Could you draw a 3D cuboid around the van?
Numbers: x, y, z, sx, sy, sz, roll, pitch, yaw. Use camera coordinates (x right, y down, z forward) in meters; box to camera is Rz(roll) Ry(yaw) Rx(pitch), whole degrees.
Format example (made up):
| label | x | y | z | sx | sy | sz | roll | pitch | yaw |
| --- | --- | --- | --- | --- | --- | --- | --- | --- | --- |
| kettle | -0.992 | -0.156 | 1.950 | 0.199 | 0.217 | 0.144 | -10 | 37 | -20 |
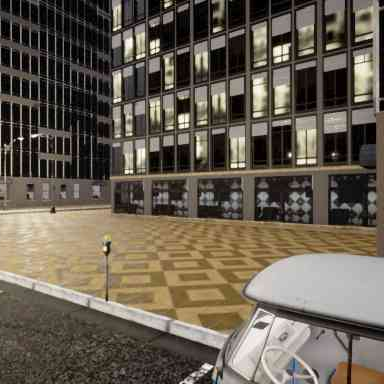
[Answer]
| label | x | y | z | sx | sy | sz | roll | pitch | yaw |
| --- | --- | --- | --- | --- | --- | --- | --- | --- | --- |
| van | 1.918 | 1.341 | 1.510 | 3.998 | 1.788 | 1.690 | 0 | 0 | 35 |
